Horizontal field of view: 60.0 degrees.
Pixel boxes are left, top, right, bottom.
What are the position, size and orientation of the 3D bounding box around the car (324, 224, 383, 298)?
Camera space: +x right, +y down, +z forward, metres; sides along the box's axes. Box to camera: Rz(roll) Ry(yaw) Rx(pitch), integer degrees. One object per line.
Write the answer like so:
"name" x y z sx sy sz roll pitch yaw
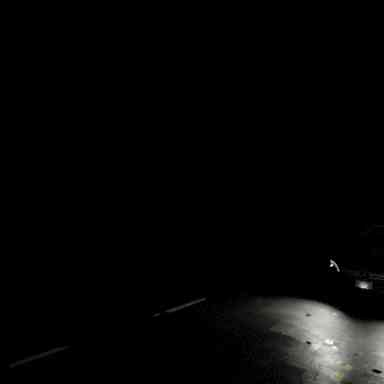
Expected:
"car" 4.878 1.573 8.215 1.812 1.442 4.674 1 0 41
